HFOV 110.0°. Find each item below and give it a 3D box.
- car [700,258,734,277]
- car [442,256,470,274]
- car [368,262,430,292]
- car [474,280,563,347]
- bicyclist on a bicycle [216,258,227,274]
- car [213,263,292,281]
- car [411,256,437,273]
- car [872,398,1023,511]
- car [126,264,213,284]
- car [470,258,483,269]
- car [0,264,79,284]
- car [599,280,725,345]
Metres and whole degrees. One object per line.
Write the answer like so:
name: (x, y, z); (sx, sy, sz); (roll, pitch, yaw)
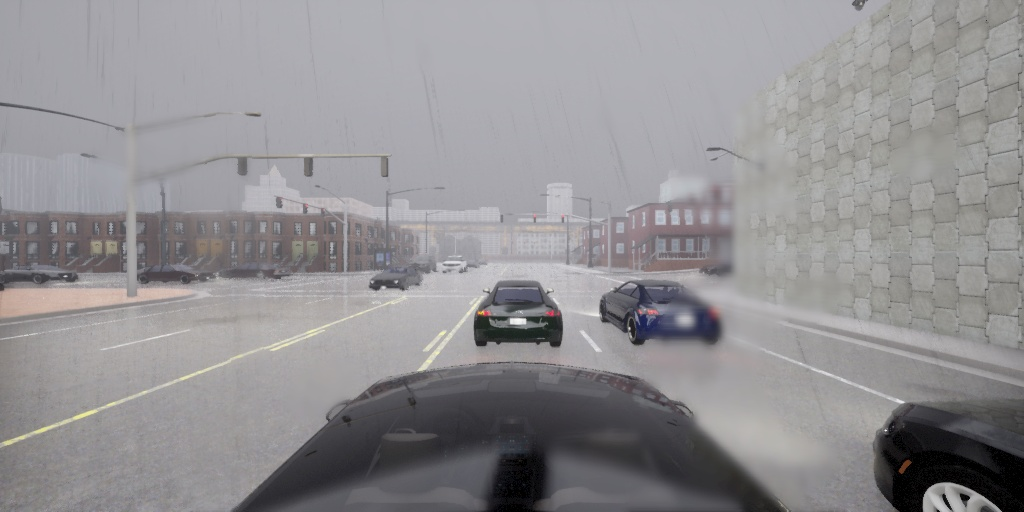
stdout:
car: (18.535, 0.854, 29.630); (5.357, 1.411, 2.033); (-5, 0, 1)
car: (-6.617, 0.972, 41.620); (2.150, 2.045, 5.566); (0, 0, 1)
car: (-6.859, 1.297, 21.875); (2.033, 1.411, 5.357); (0, 0, 1)
car: (0.164, 1.314, 9.377); (1.994, 1.385, 4.181); (0, 0, 1)
bicyclist on a bicycle: (-30.389, 1.053, 37.354); (0.582, 1.620, 1.656); (0, 0, 1)
car: (-21.038, 1.297, 29.483); (5.357, 1.411, 2.033); (0, 0, 8)
car: (-10.124, 0.971, 41.040); (2.150, 2.045, 5.566); (0, 0, 1)
car: (3.584, 1.255, 0.624); (1.837, 1.490, 4.892); (0, 0, 1)
car: (-24.888, 1.297, 26.319); (5.357, 1.411, 2.033); (0, 0, 0)
car: (-6.404, 1.297, 57.973); (2.033, 1.411, 5.357); (0, 0, 1)
car: (-34.853, 1.314, 26.410); (4.181, 1.385, 1.994); (0, 0, 1)
car: (3.668, 1.314, 9.536); (1.994, 1.385, 4.181); (0, 0, 1)
